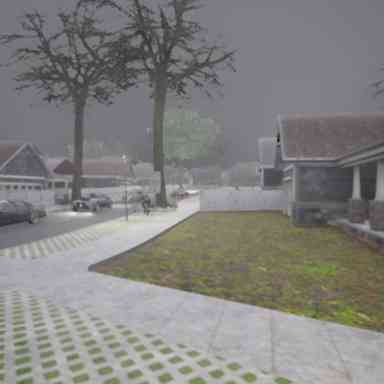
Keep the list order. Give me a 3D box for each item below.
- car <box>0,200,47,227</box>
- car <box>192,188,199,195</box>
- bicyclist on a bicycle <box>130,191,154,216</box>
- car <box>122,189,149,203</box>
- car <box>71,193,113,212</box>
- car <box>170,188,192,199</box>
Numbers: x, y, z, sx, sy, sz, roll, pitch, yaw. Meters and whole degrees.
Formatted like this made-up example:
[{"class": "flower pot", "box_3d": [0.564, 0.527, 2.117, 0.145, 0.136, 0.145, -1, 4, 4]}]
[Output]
[{"class": "car", "box_3d": [-10.042, 1.156, 17.658, 2.033, 1.411, 5.357, 1, 2, 12]}, {"class": "car", "box_3d": [0.025, -0.111, 56.776, 1.895, 1.301, 4.718, 1, 2, 10]}, {"class": "bicyclist on a bicycle", "box_3d": [-3.253, 0.777, 21.725, 1.656, 1.620, 0.582, 0, 2, 10]}, {"class": "car", "box_3d": [-6.345, 0.376, 37.504, 2.128, 1.511, 4.902, 1, 2, 10]}, {"class": "car", "box_3d": [-8.166, 0.794, 27.505, 1.994, 1.385, 4.181, 1, 2, 11]}, {"class": "car", "box_3d": [-1.700, 0.193, 46.919, 1.895, 1.301, 4.718, 1, 2, 11]}]
